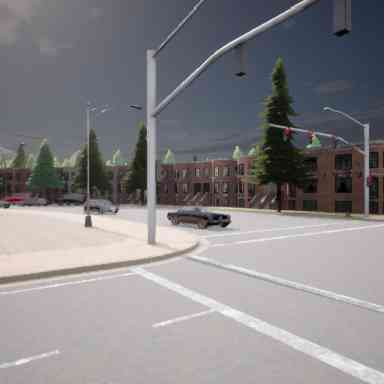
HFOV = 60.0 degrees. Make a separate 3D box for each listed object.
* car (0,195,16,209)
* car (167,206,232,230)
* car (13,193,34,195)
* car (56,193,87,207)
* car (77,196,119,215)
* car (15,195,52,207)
[{"bbox_3d":[-26.664,1.520,44.683,4.892,1.490,1.837,0,0,17],"label":"car"},{"bbox_3d":[0.397,1.601,21.387,1.895,1.301,4.718,0,0,-36],"label":"car"},{"bbox_3d":[-29.032,1.221,55.923,5.566,2.045,2.150,0,0,10],"label":"car"},{"bbox_3d":[-18.913,1.221,52.870,5.566,2.045,2.150,0,0,23],"label":"car"},{"bbox_3d":[-9.246,1.491,33.722,2.128,1.511,4.902,0,0,-45],"label":"car"},{"bbox_3d":[-24.170,1.547,51.137,5.357,1.411,2.033,0,0,17],"label":"car"}]
